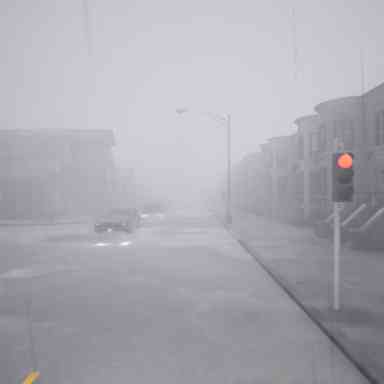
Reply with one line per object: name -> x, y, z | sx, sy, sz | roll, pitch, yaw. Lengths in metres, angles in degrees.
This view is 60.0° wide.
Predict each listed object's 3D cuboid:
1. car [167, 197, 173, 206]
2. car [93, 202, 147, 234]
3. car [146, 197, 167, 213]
car -> -4.154, 1.504, 54.038 | 1.812, 1.442, 4.674 | 0, 0, 0
car -> -4.137, 1.540, 19.399 | 2.033, 1.411, 5.357 | 0, 0, 0
car -> -4.155, 1.463, 36.723 | 1.882, 1.535, 5.008 | 0, 0, 0
